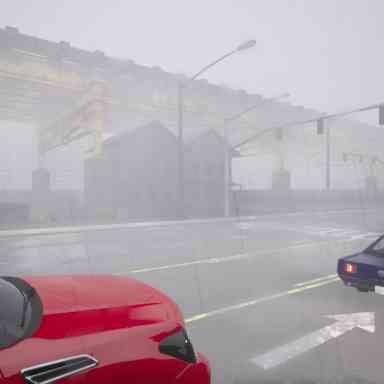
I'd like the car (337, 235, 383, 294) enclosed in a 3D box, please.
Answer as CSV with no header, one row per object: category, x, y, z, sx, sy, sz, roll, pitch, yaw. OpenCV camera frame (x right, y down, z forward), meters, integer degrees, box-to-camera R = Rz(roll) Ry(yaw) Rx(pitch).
car,5.462,1.601,7.639,4.718,1.301,1.895,0,0,-35

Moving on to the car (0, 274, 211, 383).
car,-2.492,1.221,1.968,5.566,2.045,2.150,0,0,-36
